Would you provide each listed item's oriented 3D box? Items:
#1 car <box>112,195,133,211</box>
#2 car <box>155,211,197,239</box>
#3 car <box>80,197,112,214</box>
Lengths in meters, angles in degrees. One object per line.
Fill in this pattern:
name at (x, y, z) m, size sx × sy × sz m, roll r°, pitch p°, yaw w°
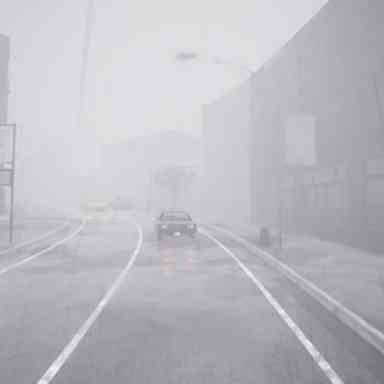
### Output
car at (-8.277, 1.154, 37.366) m, size 2.097 × 1.767 × 4.553 m, roll 2°, pitch 0°, yaw -31°
car at (-0.995, 1.633, 17.527) m, size 1.895 × 1.301 × 4.718 m, roll 1°, pitch 0°, yaw -8°
car at (-9.569, 1.249, 32.258) m, size 1.882 × 1.535 × 5.008 m, roll 2°, pitch 0°, yaw -28°
